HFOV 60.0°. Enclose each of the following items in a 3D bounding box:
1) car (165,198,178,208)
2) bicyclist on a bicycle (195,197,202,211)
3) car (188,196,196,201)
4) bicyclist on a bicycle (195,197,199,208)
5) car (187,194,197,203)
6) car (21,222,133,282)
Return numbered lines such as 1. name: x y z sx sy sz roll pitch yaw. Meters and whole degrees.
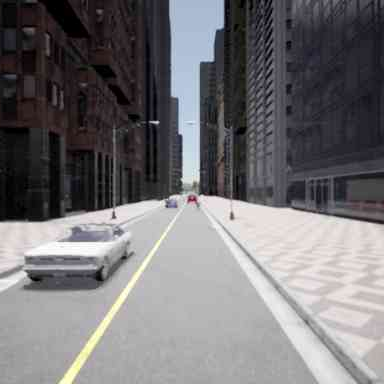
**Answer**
1. car: -3.064 1.710 50.489 1.812 1.442 4.674 0 0 0
2. bicyclist on a bicycle: 0.831 1.593 43.200 0.866 1.612 1.509 0 0 0
3. car: 0.019 1.796 87.984 1.895 1.301 4.718 0 0 0
4. bicyclist on a bicycle: 0.839 1.640 51.389 0.582 1.620 1.656 0 -1 0
5. car: 0.016 1.504 75.974 2.150 2.045 5.566 0 0 0
6. car: -3.097 1.635 9.977 1.895 1.301 4.718 0 0 0
